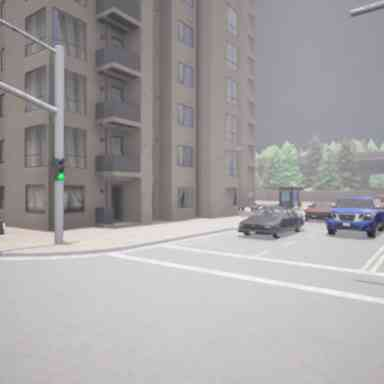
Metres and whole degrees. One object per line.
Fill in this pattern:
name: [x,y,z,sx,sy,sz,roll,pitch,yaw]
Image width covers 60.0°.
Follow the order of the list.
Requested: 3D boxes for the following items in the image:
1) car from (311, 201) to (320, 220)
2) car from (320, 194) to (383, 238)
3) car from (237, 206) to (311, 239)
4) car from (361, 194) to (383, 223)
car: [10.170,1.454,25.669,1.882,1.535,5.008,0,0,36]
car: [9.006,1.211,18.143,2.150,2.045,5.566,0,0,36]
car: [4.384,1.523,17.748,2.033,1.411,5.357,0,0,36]
car: [15.330,1.212,26.792,2.150,2.045,5.566,0,0,36]
